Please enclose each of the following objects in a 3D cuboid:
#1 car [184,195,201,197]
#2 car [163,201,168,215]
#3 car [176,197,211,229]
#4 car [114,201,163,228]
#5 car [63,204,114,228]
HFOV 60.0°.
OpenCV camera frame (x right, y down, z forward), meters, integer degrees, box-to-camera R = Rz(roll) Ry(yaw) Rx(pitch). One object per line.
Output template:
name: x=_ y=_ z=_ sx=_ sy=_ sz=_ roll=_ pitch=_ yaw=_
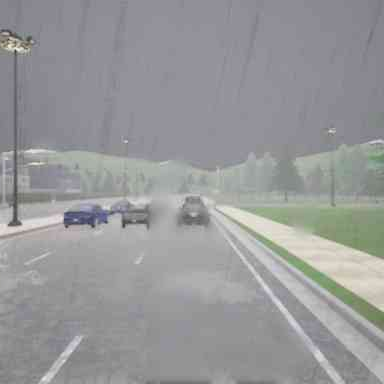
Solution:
car: x=0.039 y=1.281 z=34.292 sx=2.150 sy=2.045 sz=5.566 roll=0 pitch=0 yaw=-1
car: x=-3.502 y=1.605 z=34.150 sx=2.033 sy=1.411 sz=5.357 roll=0 pitch=0 yaw=0
car: x=0.101 y=1.388 z=21.775 sx=2.097 sy=1.767 sz=4.553 roll=0 pitch=0 yaw=0
car: x=-3.430 y=1.530 z=22.293 sx=2.128 sy=1.511 sz=4.902 roll=0 pitch=0 yaw=0
car: x=-6.930 y=1.515 z=22.305 sx=1.882 sy=1.535 sz=5.008 roll=0 pitch=0 yaw=0
